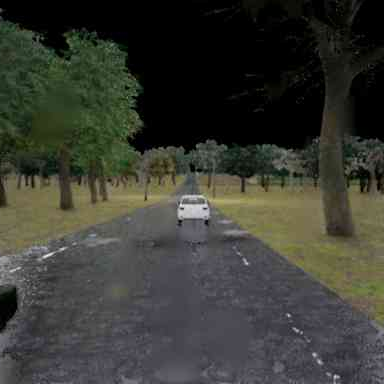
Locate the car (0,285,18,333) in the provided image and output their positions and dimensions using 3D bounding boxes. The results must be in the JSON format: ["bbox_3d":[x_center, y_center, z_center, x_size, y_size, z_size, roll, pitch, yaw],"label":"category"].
[{"bbox_3d":[-3.586,1.622,2.829,1.895,1.301,4.718,0,0,0],"label":"car"}]

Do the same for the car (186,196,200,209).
[{"bbox_3d":[0.115,1.384,45.080,1.812,1.442,4.674,0,1,0],"label":"car"}]

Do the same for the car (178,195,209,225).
[{"bbox_3d":[0.109,1.262,24.775,2.150,2.045,5.566,0,1,0],"label":"car"}]
